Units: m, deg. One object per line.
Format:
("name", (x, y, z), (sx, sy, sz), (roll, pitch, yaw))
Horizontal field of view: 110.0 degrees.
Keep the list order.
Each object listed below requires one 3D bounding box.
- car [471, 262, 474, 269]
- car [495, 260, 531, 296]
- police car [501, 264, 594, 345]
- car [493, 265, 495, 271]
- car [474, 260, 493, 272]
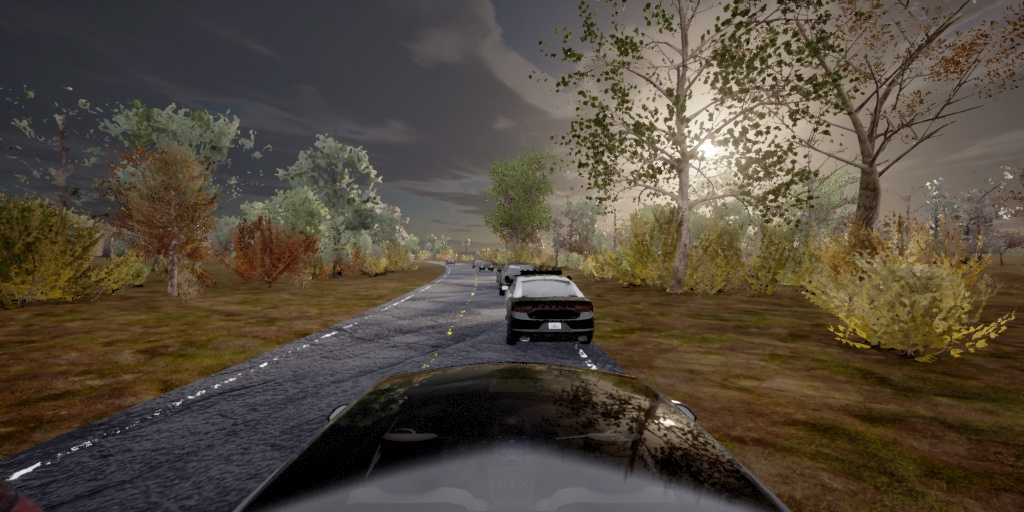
("car", (-5.587, 1.302, 58.800), (2.033, 1.411, 5.357), (0, 0, -11))
("car", (0.293, 1.103, 19.594), (2.097, 1.767, 4.553), (0, 0, -4))
("police car", (0.766, 1.176, 9.666), (1.930, 1.638, 5.238), (0, 0, -2))
("car", (-0.153, 1.258, 25.655), (1.837, 1.490, 4.892), (0, 0, -5))
("car", (-3.491, 1.355, 46.560), (1.895, 1.301, 4.718), (0, 0, -9))
